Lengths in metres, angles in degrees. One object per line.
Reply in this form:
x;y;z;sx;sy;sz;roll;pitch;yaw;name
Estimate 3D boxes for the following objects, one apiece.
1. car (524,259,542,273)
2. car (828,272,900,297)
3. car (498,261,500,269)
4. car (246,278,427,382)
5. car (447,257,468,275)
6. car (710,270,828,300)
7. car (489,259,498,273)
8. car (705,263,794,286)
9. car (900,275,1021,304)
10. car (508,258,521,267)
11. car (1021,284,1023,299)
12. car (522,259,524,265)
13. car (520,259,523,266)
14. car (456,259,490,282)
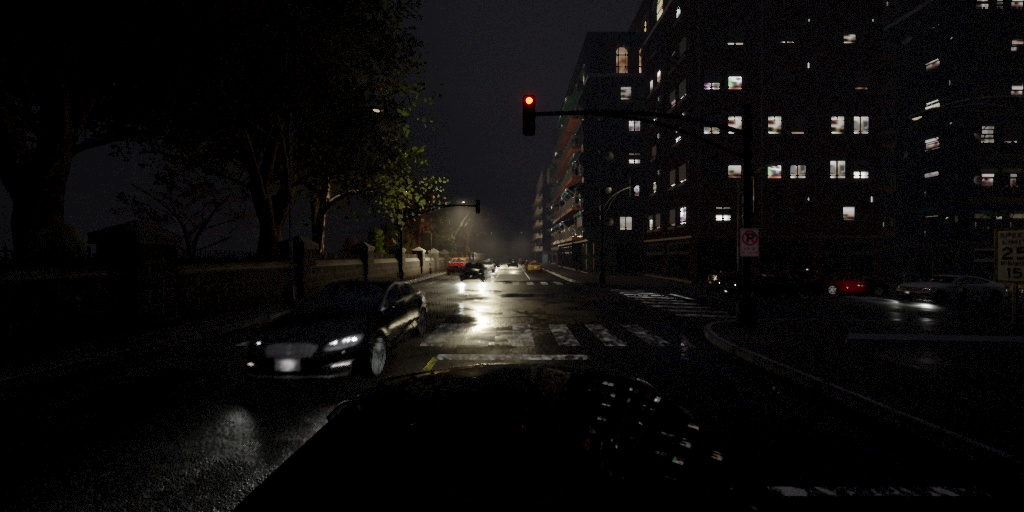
2.743;1.283;44.228;1.751;1.417;4.829;0;0;0;car
20.318;1.671;21.933;4.507;1.381;1.888;0;0;0;car
-3.005;1.259;59.125;2.128;1.511;4.902;0;0;0;car
-3.093;1.241;7.395;2.128;1.511;4.902;0;0;0;car
-5.645;1.070;38.532;2.192;1.841;5.009;0;0;0;car
13.725;1.618;19.327;4.718;1.301;1.895;1;0;0;car
-3.044;1.285;43.539;1.812;1.442;4.674;0;1;0;car
14.623;1.338;21.922;5.009;1.841;2.192;0;0;0;car
23.667;1.723;19.343;4.674;1.442;1.812;1;0;0;car
0.177;1.320;64.305;2.033;1.411;5.357;0;0;-1;car
31.539;1.857;21.954;4.829;1.417;1.751;0;0;0;car
2.749;1.307;49.593;1.888;1.381;4.507;0;0;0;car
2.756;1.316;55.128;2.007;1.370;4.403;0;0;0;car
-3.066;1.256;29.059;1.837;1.490;4.892;0;0;0;car
